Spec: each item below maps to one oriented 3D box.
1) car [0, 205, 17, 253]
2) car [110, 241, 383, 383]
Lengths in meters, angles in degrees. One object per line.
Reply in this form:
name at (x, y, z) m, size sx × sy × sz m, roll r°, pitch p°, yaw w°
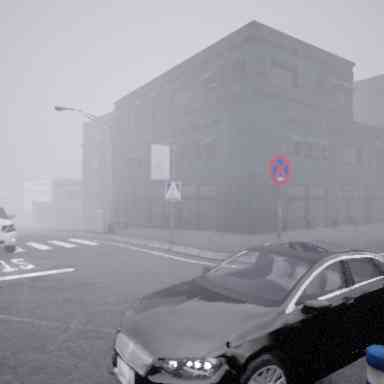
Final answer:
car at (-9.221, 1.537, 14.491) m, size 2.150 × 2.045 × 5.566 m, roll 1°, pitch -3°, yaw -37°
car at (1.359, 1.508, 4.635) m, size 4.902 × 1.511 × 2.128 m, roll 1°, pitch 0°, yaw -35°
